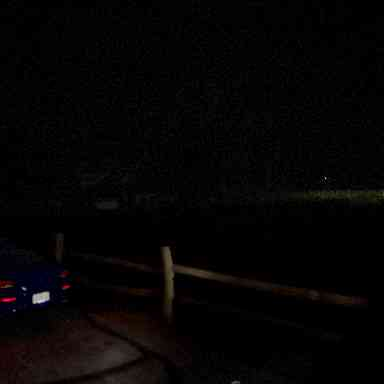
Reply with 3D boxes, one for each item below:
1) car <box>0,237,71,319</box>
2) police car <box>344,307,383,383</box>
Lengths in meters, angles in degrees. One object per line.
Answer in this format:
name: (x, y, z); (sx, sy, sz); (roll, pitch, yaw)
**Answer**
car: (-4.504, 1.733, 7.273); (4.674, 1.442, 1.812); (-1, -2, 37)
police car: (3.201, 1.260, 1.087); (5.238, 1.638, 1.930); (-1, 22, 37)
